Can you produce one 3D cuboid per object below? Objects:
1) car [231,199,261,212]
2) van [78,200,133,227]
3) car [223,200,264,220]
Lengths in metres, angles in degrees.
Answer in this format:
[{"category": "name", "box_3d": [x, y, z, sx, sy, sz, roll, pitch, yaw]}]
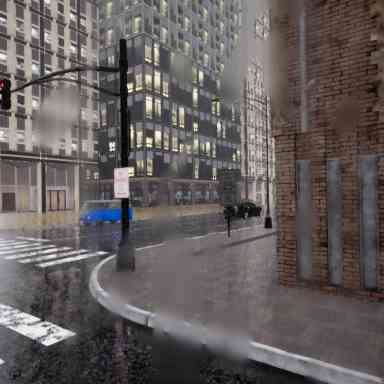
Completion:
[{"category": "car", "box_3d": [6.811, 1.689, 41.400, 1.752, 1.417, 4.829, -2, -1, 36]}, {"category": "van", "box_3d": [-6.020, 1.460, 23.488, 1.690, 1.788, 3.998, -2, -1, 36]}, {"category": "car", "box_3d": [4.399, 1.529, 28.088, 1.837, 1.490, 4.892, -1, -1, 36]}]
